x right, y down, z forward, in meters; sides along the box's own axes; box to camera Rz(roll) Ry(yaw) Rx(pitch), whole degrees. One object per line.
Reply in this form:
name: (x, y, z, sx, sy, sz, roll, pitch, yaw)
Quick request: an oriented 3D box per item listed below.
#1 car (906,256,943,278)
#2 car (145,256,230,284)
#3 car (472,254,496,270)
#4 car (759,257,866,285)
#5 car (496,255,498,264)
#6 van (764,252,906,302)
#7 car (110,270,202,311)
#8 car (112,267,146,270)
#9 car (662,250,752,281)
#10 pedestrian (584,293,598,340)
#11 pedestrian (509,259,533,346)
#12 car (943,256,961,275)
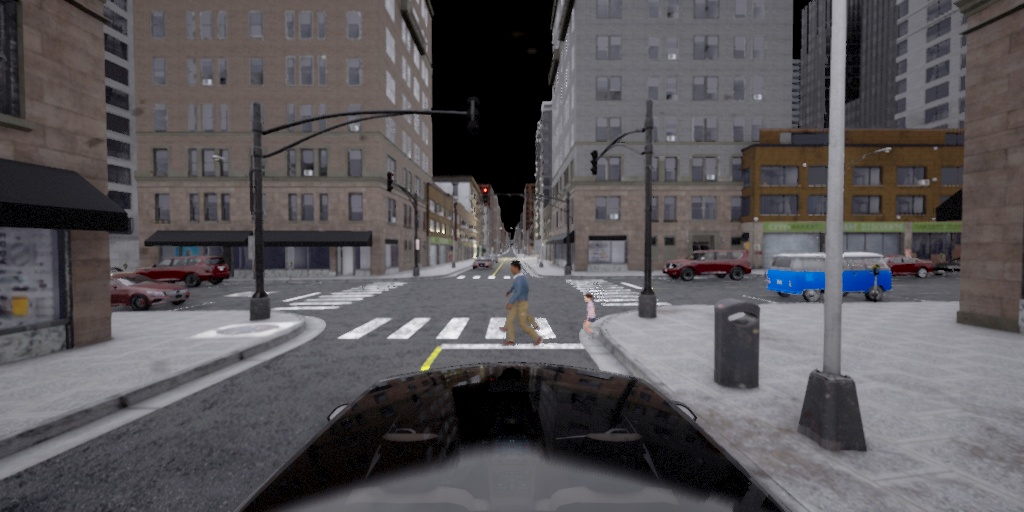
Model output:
car: (23.307, 0.622, 22.327, 4.507, 1.381, 1.888, 0, 0, 0)
car: (-20.351, 0.930, 22.214, 5.009, 1.841, 2.192, 0, 0, 0)
car: (-3.097, 0.712, 38.513, 1.994, 1.385, 4.181, 0, 1, 0)
car: (16.309, 0.790, 19.632, 4.181, 1.385, 1.994, -1, 1, 0)
car: (-3.083, 0.398, 54.319, 2.128, 1.511, 4.902, 0, 1, 0)
van: (12.115, 0.756, 13.775, 3.998, 1.789, 1.690, 0, 0, 0)
car: (-14.822, 1.329, 13.705, 4.207, 1.307, 1.802, 0, 0, 0)
car: (-20.168, 1.353, 16.338, 4.718, 1.301, 1.895, -1, 1, 0)
car: (12.090, 0.530, 22.298, 5.009, 1.841, 2.192, 0, 0, 0)
pedestrian: (1.791, 1.302, 8.040, 0.500, 1.100, 0.500, 0, 1, 0)
pedestrian: (0.179, 0.948, 7.432, 0.375, 1.860, 0.375, 0, 1, 0)
car: (28.917, 0.573, 22.342, 4.313, 1.339, 1.948, 0, 0, 0)
